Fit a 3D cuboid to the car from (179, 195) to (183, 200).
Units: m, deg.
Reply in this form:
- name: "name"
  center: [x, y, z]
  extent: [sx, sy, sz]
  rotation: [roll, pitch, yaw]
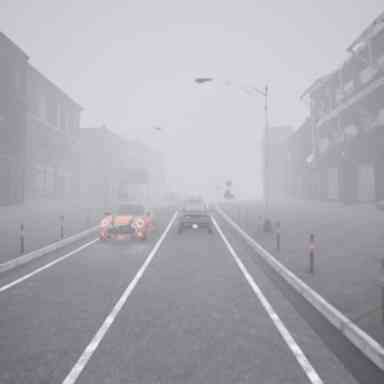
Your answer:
- name: "car"
  center: [-0.938, 1.050, 58.444]
  extent: [2.097, 1.767, 4.553]
  rotation: [0, -1, 8]

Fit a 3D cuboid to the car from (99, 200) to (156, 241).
- name: "car"
  center: [-3.032, 1.322, 16.417]
  extent: [2.097, 1.767, 4.553]
  rotation: [0, 1, 0]

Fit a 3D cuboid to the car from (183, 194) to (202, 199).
- name: "car"
  center: [0.410, 1.136, 37.823]
  extent: [2.033, 1.411, 5.357]
  rotation: [0, 0, 2]

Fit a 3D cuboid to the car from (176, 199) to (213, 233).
- name: "car"
  center: [0.171, 1.432, 19.369]
  extent: [1.837, 1.490, 4.892]
  rotation: [0, 1, 0]
